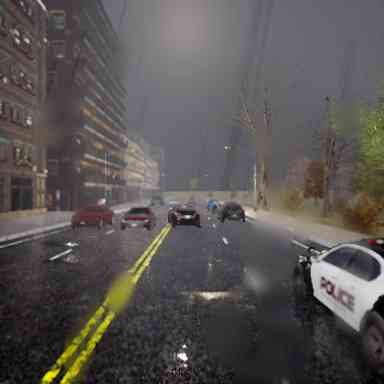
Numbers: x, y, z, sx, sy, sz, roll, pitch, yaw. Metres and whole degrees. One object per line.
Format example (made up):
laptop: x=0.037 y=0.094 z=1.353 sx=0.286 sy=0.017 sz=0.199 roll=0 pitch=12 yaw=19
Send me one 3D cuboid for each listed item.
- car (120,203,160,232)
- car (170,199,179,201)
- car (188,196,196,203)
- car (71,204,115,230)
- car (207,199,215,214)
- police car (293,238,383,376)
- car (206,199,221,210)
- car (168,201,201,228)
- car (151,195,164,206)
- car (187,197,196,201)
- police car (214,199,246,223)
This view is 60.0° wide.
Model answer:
car: x=-3.365 y=1.677 z=21.639 sx=1.812 sy=1.442 sz=4.674 roll=0 pitch=0 yaw=0
car: x=-3.345 y=2.037 z=62.818 sx=1.895 sy=1.301 sz=4.718 roll=0 pitch=0 yaw=1
car: x=-0.063 y=1.941 z=85.181 sx=2.097 sy=1.767 sz=4.553 roll=0 pitch=0 yaw=0
car: x=-6.616 y=1.636 z=22.642 sx=1.882 sy=1.535 sz=5.008 roll=0 pitch=0 yaw=0
car: x=3.221 y=1.762 z=38.717 sx=2.128 sy=1.511 sz=4.902 roll=0 pitch=0 yaw=0
police car: x=3.246 y=1.546 z=5.716 sx=2.038 sy=1.542 sz=4.974 roll=0 pitch=0 yaw=0
car: x=3.213 y=1.824 z=49.717 sx=1.882 sy=1.535 sz=5.008 roll=0 pitch=0 yaw=0
car: x=-0.558 y=1.671 z=23.828 sx=2.163 sy=1.488 sz=4.792 roll=0 pitch=0 yaw=-7
car: x=-6.579 y=1.667 z=63.946 sx=2.150 sy=2.045 sz=5.566 roll=0 pitch=0 yaw=1
car: x=-0.053 y=2.040 z=72.083 sx=2.033 sy=1.411 sz=5.357 roll=0 pitch=0 yaw=0
police car: x=3.229 y=1.620 z=27.827 sx=1.930 sy=1.638 sz=5.238 roll=0 pitch=0 yaw=0
